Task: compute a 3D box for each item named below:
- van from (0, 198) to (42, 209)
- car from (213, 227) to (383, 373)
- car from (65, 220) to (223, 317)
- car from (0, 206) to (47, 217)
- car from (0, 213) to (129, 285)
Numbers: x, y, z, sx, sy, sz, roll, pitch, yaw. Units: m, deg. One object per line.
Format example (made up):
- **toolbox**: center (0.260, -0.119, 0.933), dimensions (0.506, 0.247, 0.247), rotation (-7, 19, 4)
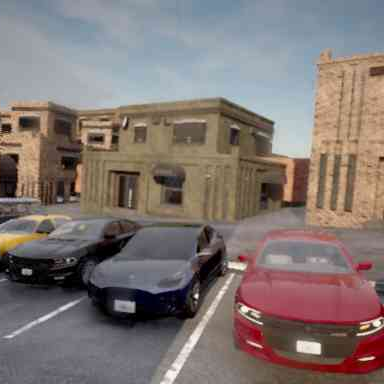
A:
- **van**: center (-7.592, 1.218, 12.979), dimensions (1.878, 1.987, 4.442), rotation (0, -1, 15)
- **car**: center (1.955, 1.467, 6.067), dimensions (2.097, 1.535, 5.008), rotation (1, -1, 16)
- **car**: center (-0.450, 1.490, 7.736), dimensions (2.163, 1.488, 4.792), rotation (1, 0, 16)
- **car**: center (-5.277, 1.443, 10.986), dimensions (1.946, 1.575, 5.366), rotation (1, -1, 15)
- **car**: center (-2.829, 1.455, 9.472), dimensions (2.097, 1.535, 5.008), rotation (1, -1, 15)
